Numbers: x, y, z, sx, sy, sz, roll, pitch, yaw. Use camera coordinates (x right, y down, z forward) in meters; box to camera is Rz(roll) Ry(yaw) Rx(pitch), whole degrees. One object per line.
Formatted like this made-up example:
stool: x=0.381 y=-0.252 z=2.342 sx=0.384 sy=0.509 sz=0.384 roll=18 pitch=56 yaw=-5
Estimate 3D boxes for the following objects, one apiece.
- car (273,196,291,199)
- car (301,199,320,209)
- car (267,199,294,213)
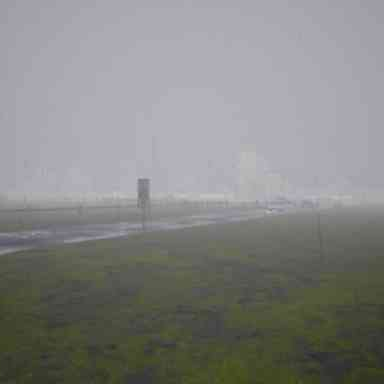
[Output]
car: x=13.130 y=1.583 z=49.427 sx=2.150 sy=2.045 sz=5.566 roll=0 pitch=-1 yaw=35
car: x=18.801 y=1.904 z=52.764 sx=1.837 sy=1.490 sz=4.892 roll=0 pitch=-1 yaw=35
car: x=11.256 y=1.883 z=41.852 sx=1.895 sy=1.301 sz=4.718 roll=0 pitch=-1 yaw=35
